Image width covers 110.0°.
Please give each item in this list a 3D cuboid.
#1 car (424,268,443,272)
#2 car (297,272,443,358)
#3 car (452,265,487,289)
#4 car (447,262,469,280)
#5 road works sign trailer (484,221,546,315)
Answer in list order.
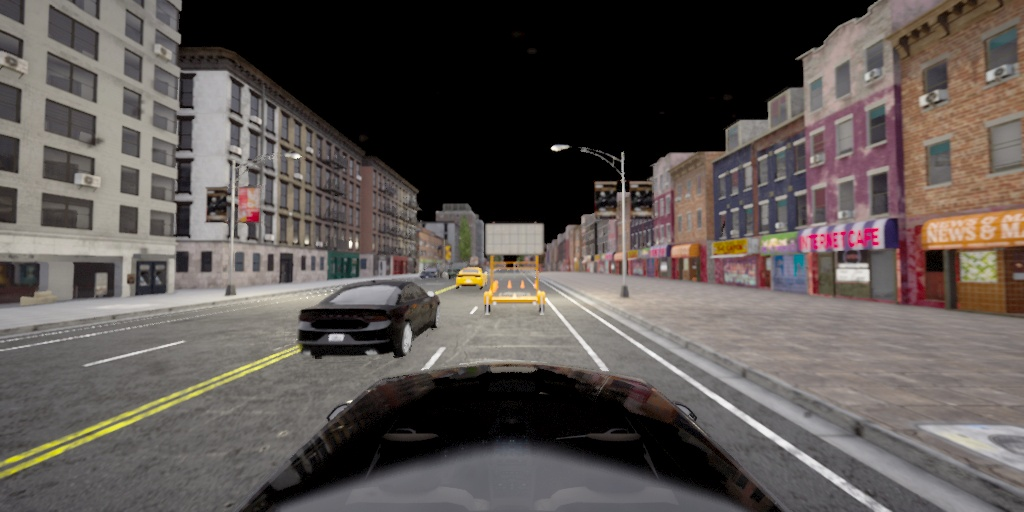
[{"bbox_3d":[-9.540,2.114,43.018,2.033,1.411,5.357,0,-2,0],"label":"car"},{"bbox_3d":[-3.080,1.320,8.797,1.882,1.535,5.008,0,-1,0],"label":"car"},{"bbox_3d":[-2.956,1.636,27.036,1.882,1.535,5.008,0,-1,0],"label":"car"},{"bbox_3d":[-6.288,1.789,43.292,2.150,2.045,5.566,0,-2,1],"label":"car"},{"bbox_3d":[0.112,0.384,14.490,2.380,3.560,2.880,0,0,0],"label":"road works sign trailer"}]
